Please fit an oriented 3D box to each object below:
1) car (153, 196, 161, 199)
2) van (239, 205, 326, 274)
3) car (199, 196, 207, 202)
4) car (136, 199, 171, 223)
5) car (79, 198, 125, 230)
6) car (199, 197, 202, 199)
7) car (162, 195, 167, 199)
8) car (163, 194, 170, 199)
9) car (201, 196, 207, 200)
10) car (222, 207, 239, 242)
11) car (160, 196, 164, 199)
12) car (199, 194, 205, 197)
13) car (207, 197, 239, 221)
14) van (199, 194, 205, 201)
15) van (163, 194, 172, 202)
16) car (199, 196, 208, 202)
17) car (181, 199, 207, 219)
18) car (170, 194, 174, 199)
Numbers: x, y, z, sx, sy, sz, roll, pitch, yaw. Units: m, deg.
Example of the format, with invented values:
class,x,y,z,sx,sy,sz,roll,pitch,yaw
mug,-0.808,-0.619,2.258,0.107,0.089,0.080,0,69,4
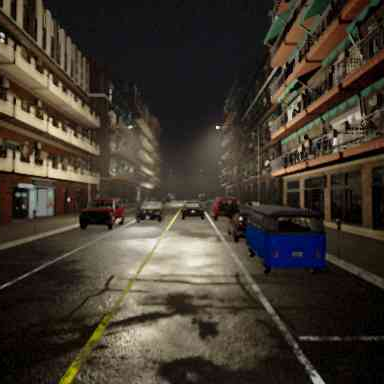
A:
class,x,y,z,sx,sy,sz,roll,pitch,yaw
car,-5.700,1.604,44.352,2.008,1.369,4.403,1,0,0
van,2.699,1.352,10.347,1.690,1.788,3.998,1,0,0
car,2.670,1.678,83.950,1.947,1.339,4.313,1,0,0
car,-3.071,1.523,25.543,2.128,1.511,4.902,0,0,0
car,-5.686,1.340,21.706,2.192,1.841,5.009,1,0,0
car,0.079,1.655,45.168,1.895,1.301,4.718,0,0,0
car,-5.705,1.614,55.675,1.887,1.381,4.507,1,0,0
car,-5.706,1.517,61.338,1.967,1.590,4.097,1,0,0
car,2.681,1.604,44.317,2.008,1.369,4.403,1,0,0
car,2.693,1.600,16.008,1.802,1.307,4.206,1,0,0
car,-5.703,1.586,49.845,1.752,1.417,4.829,1,0,0
car,2.669,1.620,72.797,1.752,1.417,4.829,1,0,0
car,2.692,1.347,27.332,2.192,1.841,5.009,1,0,0
van,2.649,1.463,89.611,1.690,1.788,3.998,1,0,0
van,-5.712,1.444,78.322,1.690,1.788,3.998,1,0,0
car,2.668,1.648,78.287,1.887,1.381,4.507,1,0,0
car,0.086,1.599,29.657,1.994,1.385,4.181,0,0,0
car,-5.709,1.409,72.662,2.192,1.841,5.009,1,0,0
